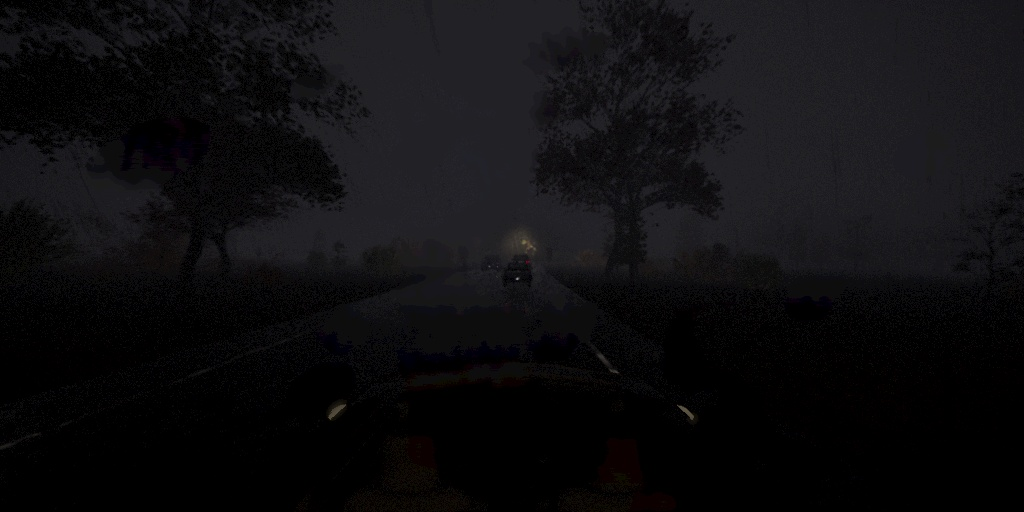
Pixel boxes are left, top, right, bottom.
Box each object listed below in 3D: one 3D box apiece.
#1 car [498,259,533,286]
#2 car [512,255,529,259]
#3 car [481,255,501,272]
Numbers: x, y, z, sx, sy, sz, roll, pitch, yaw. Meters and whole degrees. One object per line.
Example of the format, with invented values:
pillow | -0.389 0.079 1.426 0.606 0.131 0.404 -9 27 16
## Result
car | 0.408 1.174 24.305 2.128 1.511 4.902 0 0 1
car | 1.120 0.869 42.870 2.150 2.045 5.566 0 0 3
car | -2.464 0.849 44.562 2.150 2.045 5.566 0 0 4
